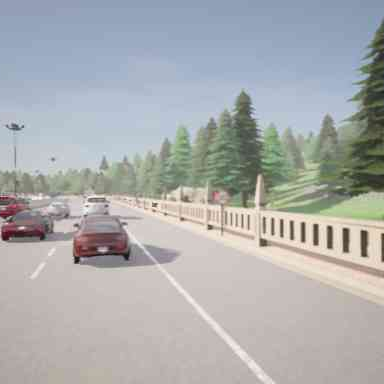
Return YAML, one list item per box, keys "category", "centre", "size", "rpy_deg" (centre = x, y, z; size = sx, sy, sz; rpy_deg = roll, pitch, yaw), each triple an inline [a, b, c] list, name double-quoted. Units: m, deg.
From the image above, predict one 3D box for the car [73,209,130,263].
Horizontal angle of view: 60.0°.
- category: "car"
  centre: [-3.371, 1.588, 12.362]
  size: [1.812, 1.442, 4.674]
  rpy_deg: [0, 0, -16]

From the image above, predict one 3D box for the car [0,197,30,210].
- category: "car"
  centre: [-15.520, 1.423, 28.739]
  size: [2.150, 2.045, 5.566]
  rpy_deg: [0, 0, -16]

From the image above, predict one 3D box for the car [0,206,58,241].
- category: "car"
  centre: [-8.579, 1.680, 17.657]
  size: [1.994, 1.385, 4.181]
  rpy_deg: [0, 0, -16]

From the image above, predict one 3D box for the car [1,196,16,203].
- category: "car"
  centre: [-39.025, 1.616, 70.759]
  size: [1.837, 1.490, 4.892]
  rpy_deg: [0, 0, -17]

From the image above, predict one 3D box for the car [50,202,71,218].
- category: "car"
  centre: [-12.927, 1.720, 32.287]
  size: [1.812, 1.442, 4.674]
  rpy_deg: [0, 0, -17]

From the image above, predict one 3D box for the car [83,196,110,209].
- category: "car"
  centre: [-8.852, 1.381, 30.875]
  size: [2.150, 2.045, 5.566]
  rpy_deg: [0, 0, -16]

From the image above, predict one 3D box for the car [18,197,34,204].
- category: "car"
  centre: [-35.558, 1.783, 71.381]
  size: [2.033, 1.411, 5.357]
  rpy_deg: [0, 0, -17]
